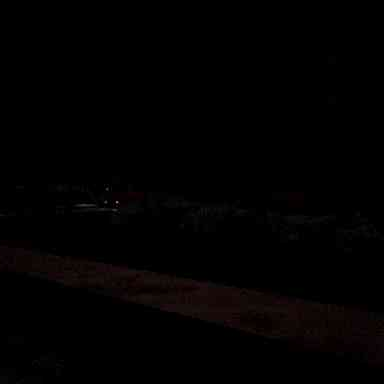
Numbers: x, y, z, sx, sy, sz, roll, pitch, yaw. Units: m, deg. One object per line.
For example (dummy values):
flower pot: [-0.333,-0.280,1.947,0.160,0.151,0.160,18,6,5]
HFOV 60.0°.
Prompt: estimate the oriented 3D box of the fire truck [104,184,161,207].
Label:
fire truck: [-7.758,0.099,45.096,2.891,3.827,8.468,0,0,34]
